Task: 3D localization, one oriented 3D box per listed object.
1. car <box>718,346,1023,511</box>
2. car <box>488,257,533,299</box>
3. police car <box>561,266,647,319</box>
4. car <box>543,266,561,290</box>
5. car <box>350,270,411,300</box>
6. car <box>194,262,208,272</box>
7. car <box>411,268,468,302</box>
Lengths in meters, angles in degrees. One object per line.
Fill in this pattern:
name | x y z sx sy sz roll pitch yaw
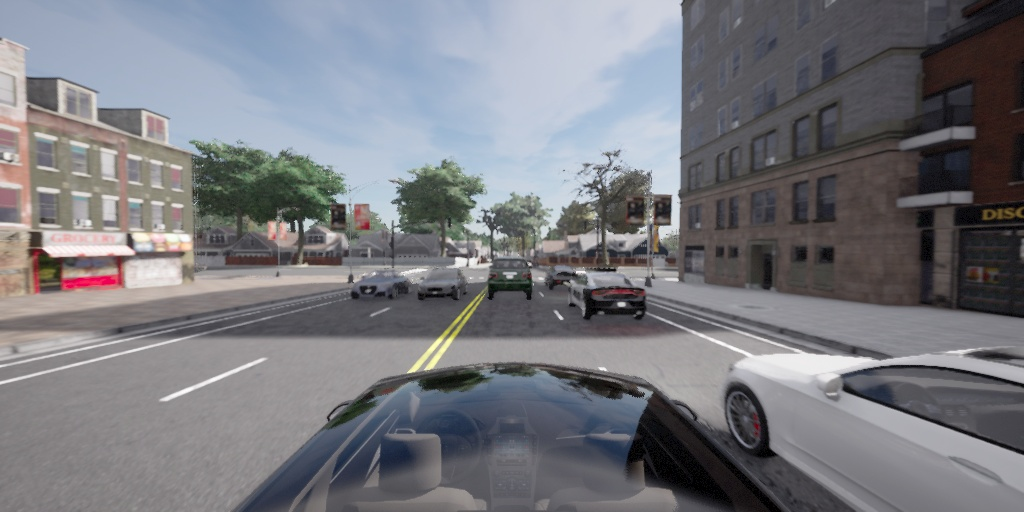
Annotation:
car | 3.251 1.279 2.123 1.812 1.442 4.674 0 0 0
car | -0.075 1.085 19.098 2.150 2.045 5.566 0 -1 0
police car | 3.252 1.248 13.241 1.930 1.638 5.238 0 0 0
car | 3.252 1.411 24.139 1.837 1.490 4.892 0 -1 0
car | -6.589 1.424 18.422 1.994 1.385 4.181 0 0 0
car | -41.714 1.324 45.894 4.902 1.511 2.128 0 2 1
car | -3.341 1.361 17.959 1.837 1.490 4.892 0 0 0
